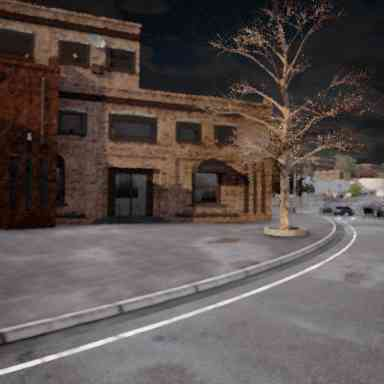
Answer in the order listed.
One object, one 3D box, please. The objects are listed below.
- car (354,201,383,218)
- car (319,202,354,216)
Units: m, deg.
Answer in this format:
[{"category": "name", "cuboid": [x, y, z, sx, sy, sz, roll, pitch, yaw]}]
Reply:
[{"category": "car", "cuboid": [17.875, 1.611, 31.898, 2.128, 1.511, 4.902, 1, 0, 6]}, {"category": "car", "cuboid": [14.681, 1.715, 34.007, 2.033, 1.411, 5.357, 1, 0, 2]}]
